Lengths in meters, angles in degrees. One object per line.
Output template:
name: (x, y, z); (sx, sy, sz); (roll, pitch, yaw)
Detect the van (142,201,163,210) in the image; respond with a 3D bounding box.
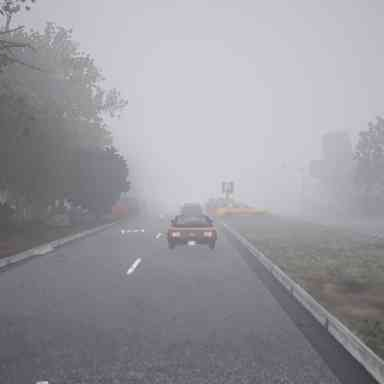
van: (-8.656, 3.007, 73.464); (4.442, 1.987, 1.878); (0, -3, 0)

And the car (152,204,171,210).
car: (-8.534, 4.220, 92.819); (5.008, 1.535, 2.097); (0, -3, 0)

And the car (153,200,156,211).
car: (-8.534, 2.394, 51.202); (5.008, 1.535, 2.097); (0, -2, 0)

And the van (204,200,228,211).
van: (4.657, 2.650, 65.015); (4.442, 1.987, 1.878); (0, -2, 0)

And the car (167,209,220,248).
car: (0.000, 1.635, 14.704); (1.895, 1.301, 4.718); (0, 0, 0)

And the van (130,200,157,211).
van: (-8.656, 2.462, 59.641); (4.442, 1.987, 1.878); (0, -2, 0)

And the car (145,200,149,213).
car: (-8.533, 2.109, 43.021); (4.892, 1.521, 2.231); (0, -2, 0)

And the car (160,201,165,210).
car: (-8.355, 2.782, 62.403); (5.366, 1.575, 1.946); (0, -2, 0)

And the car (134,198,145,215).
car: (-8.567, 1.672, 37.497); (5.566, 2.045, 2.435); (0, -2, 0)

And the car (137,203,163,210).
car: (-8.544, 2.978, 67.938); (5.008, 1.535, 2.097); (0, -2, 0)

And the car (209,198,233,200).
car: (4.509, 1.882, 40.046); (4.553, 1.767, 2.185); (0, -2, 0)

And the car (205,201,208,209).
car: (4.569, 1.850, 42.820); (5.566, 2.045, 2.435); (0, -2, 0)

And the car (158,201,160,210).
car: (-8.533, 2.592, 56.865); (4.892, 1.521, 2.231); (0, -2, 0)

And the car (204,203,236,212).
car: (4.535, 2.488, 53.910); (5.008, 1.535, 2.097); (0, -2, 0)

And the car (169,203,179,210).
car: (-3.499, 3.293, 77.493); (2.097, 1.767, 4.553); (0, -3, 0)

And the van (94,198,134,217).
van: (-8.657, 1.613, 34.605); (4.442, 1.987, 1.878); (0, -2, 0)

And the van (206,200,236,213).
van: (4.424, 2.166, 51.143); (4.442, 1.987, 1.878); (0, -2, 0)

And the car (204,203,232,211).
car: (4.570, 2.712, 59.456); (4.792, 1.488, 2.163); (0, -2, 0)

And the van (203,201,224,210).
van: (4.657, 3.000, 73.320); (4.442, 1.987, 1.878); (0, -3, 0)

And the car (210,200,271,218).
car: (4.726, 1.760, 31.727); (5.366, 1.575, 1.946); (0, -2, 0)

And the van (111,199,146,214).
van: (-8.656, 1.979, 45.798); (4.442, 1.987, 1.878); (0, -2, 0)

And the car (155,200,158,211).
car: (-8.534, 2.495, 54.096); (5.008, 1.535, 2.097); (0, -2, 0)

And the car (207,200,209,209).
car: (4.534, 1.917, 37.266); (5.008, 1.535, 2.097); (0, -2, 0)

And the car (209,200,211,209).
car: (4.535, 1.837, 34.495); (4.892, 1.521, 2.231); (0, -2, 0)

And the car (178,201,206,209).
car: (0.000, 1.754, 29.690); (1.837, 1.490, 4.892); (0, -1, 0)

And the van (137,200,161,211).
van: (-8.422, 2.656, 65.177); (4.442, 1.987, 1.878); (0, -2, 0)

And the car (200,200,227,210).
car: (4.512, 2.833, 70.549); (5.566, 2.045, 2.435); (0, -3, 0)

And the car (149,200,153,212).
car: (-8.508, 2.176, 48.563); (4.553, 1.767, 2.185); (0, -2, 0)

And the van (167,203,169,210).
van: (-8.656, 3.706, 87.172); (4.442, 1.987, 1.878); (0, -3, 0)
